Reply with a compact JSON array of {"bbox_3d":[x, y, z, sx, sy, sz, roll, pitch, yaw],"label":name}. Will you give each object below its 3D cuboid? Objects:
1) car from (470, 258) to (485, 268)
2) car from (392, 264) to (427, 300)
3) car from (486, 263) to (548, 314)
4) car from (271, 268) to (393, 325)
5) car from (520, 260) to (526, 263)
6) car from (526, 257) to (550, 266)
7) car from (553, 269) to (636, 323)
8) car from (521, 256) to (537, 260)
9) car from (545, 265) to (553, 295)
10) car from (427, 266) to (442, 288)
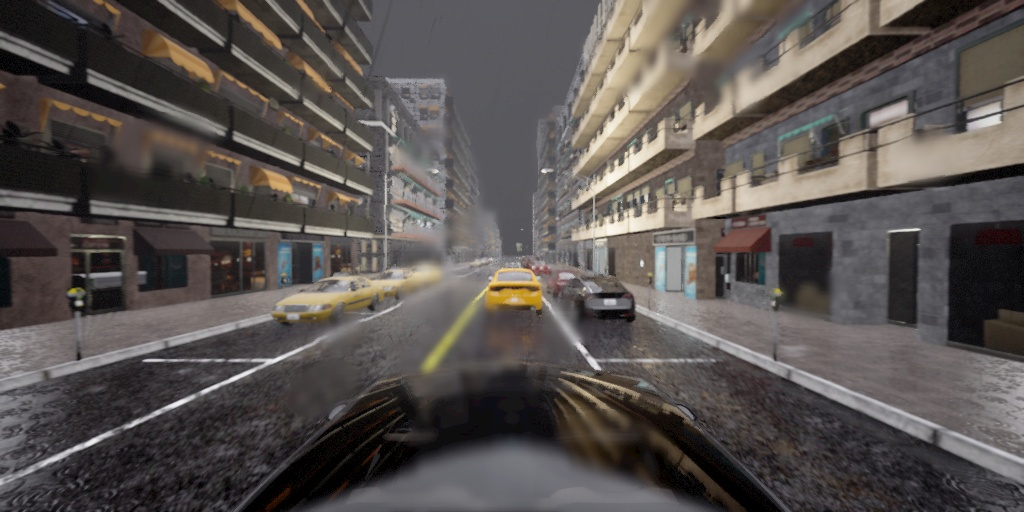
[{"bbox_3d":[-5.687,1.165,57.045,1.751,1.417,4.829,0,0,0],"label":"car"},{"bbox_3d":[-5.690,1.242,17.398,1.751,1.417,4.829,0,0,0],"label":"car"},{"bbox_3d":[0.099,1.202,13.628,1.882,1.535,5.008,0,0,0],"label":"car"},{"bbox_3d":[-5.690,1.254,11.734,1.751,1.417,4.829,0,0,0],"label":"car"},{"bbox_3d":[0.101,1.284,33.770,1.895,1.301,4.718,0,0,0],"label":"car"},{"bbox_3d":[2.692,1.121,34.525,1.967,1.591,4.097,0,0,0],"label":"car"},{"bbox_3d":[2.690,1.294,11.870,1.948,1.339,4.313,0,0,0],"label":"car"},{"bbox_3d":[2.693,0.975,45.853,2.192,1.841,5.009,0,0,0],"label":"car"},{"bbox_3d":[2.691,1.299,17.535,1.802,1.307,4.207,0,0,0],"label":"car"},{"bbox_3d":[-5.690,1.230,23.062,1.751,1.417,4.829,0,0,0],"label":"car"}]
